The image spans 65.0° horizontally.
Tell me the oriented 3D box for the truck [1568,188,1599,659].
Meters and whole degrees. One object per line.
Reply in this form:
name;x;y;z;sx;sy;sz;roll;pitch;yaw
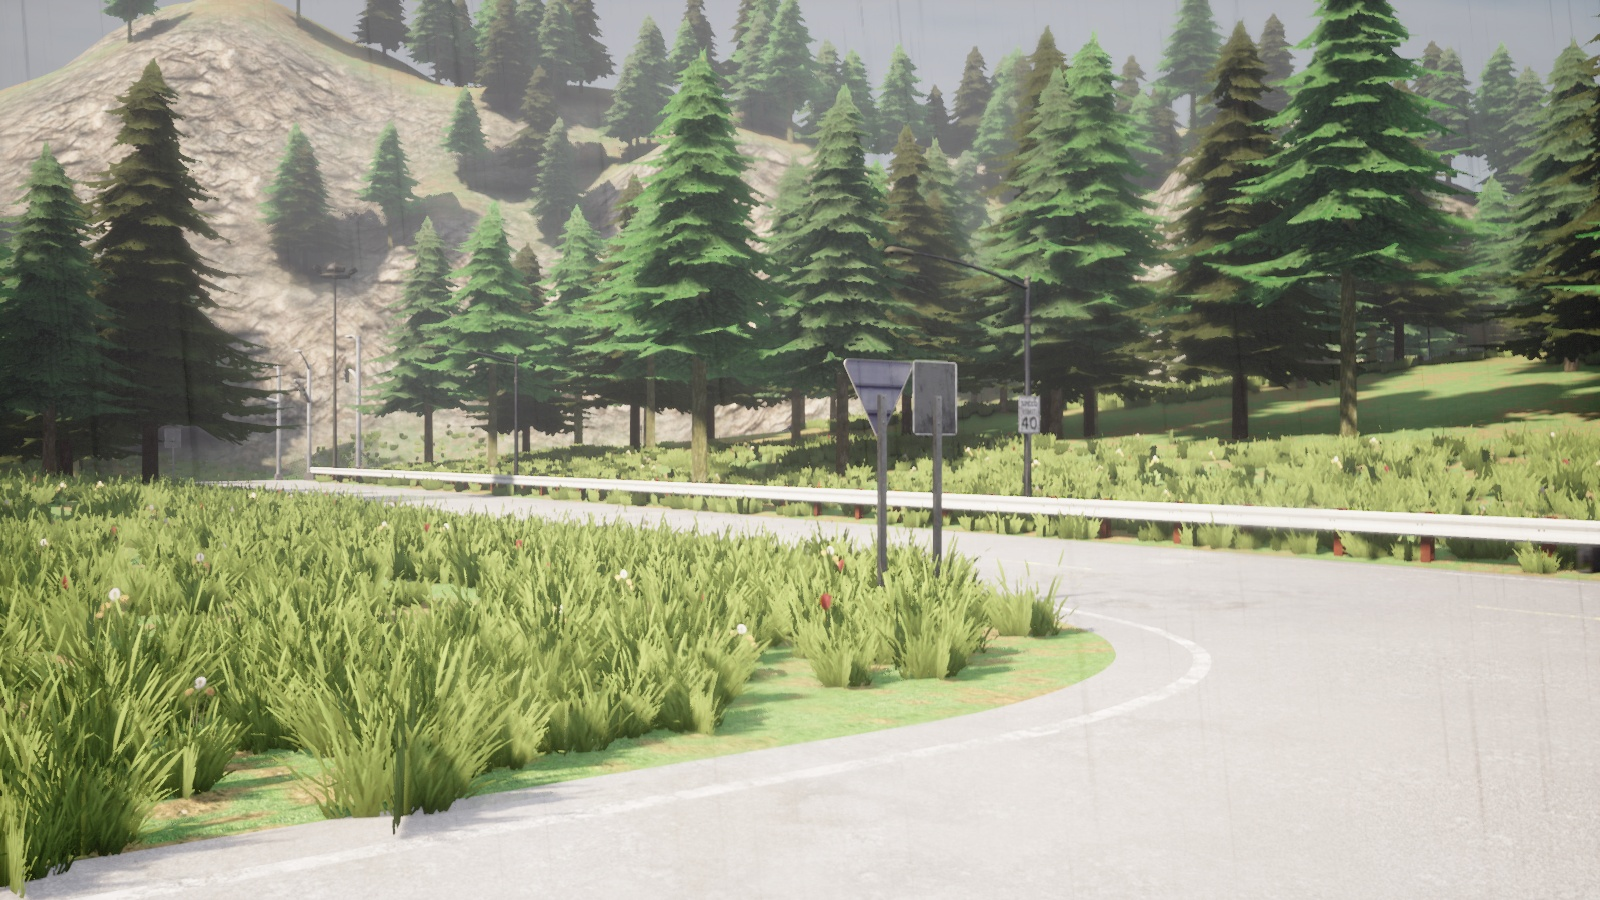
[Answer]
truck;9.205;-0.191;6.963;2.891;3.462;7.936;1;-1;-35
